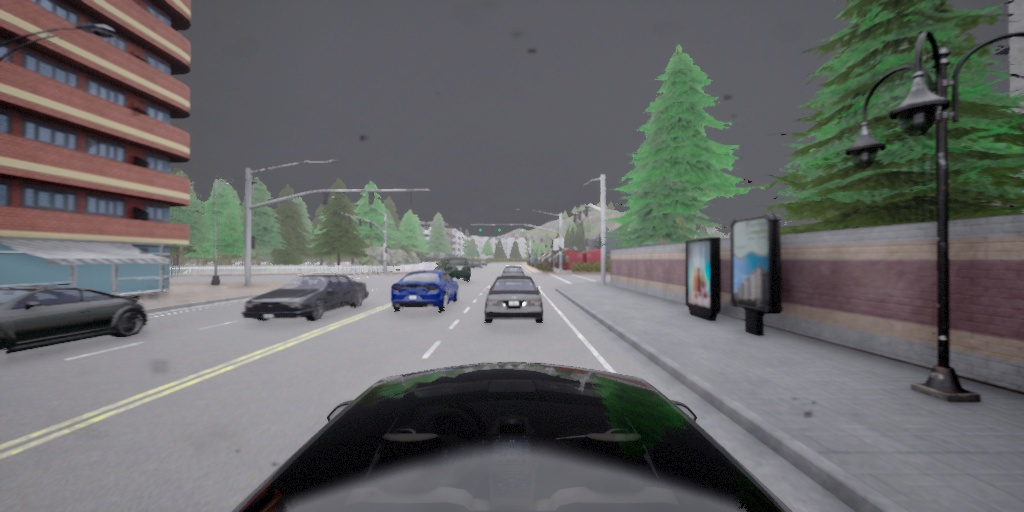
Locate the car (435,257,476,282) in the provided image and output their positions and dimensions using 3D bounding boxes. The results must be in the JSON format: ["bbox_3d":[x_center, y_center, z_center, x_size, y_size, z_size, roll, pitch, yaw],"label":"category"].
[{"bbox_3d":[-5.310,1.168,31.258,2.150,2.045,5.566,1,-1,-24],"label":"car"}]

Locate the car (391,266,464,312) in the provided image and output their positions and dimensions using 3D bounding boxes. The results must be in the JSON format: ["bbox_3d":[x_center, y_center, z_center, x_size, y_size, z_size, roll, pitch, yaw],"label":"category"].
[{"bbox_3d":[-3.418,1.325,14.884,1.882,1.535,5.008,0,-1,0],"label":"car"}]

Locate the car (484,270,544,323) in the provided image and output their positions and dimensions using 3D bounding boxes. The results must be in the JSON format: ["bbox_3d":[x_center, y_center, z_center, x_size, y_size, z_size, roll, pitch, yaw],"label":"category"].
[{"bbox_3d":[0.070,1.377,12.463,2.033,1.411,5.357,0,0,0],"label":"car"}]

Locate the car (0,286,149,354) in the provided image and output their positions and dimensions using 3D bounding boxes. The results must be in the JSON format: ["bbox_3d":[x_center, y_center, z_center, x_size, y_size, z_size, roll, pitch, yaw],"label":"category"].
[{"bbox_3d":[-10.583,1.358,7.681,1.994,1.385,4.181,0,0,0],"label":"car"}]

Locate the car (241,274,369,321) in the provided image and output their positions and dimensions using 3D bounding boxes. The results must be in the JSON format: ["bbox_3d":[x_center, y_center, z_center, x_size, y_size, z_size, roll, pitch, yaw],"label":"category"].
[{"bbox_3d":[-7.059,1.381,13.083,2.033,1.411,5.357,0,0,0],"label":"car"}]

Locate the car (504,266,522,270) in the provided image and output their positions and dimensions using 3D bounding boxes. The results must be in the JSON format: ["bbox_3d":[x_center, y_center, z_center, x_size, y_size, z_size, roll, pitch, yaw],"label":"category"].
[{"bbox_3d":[0.081,1.483,27.520,2.033,1.411,5.357,0,0,0],"label":"car"}]
